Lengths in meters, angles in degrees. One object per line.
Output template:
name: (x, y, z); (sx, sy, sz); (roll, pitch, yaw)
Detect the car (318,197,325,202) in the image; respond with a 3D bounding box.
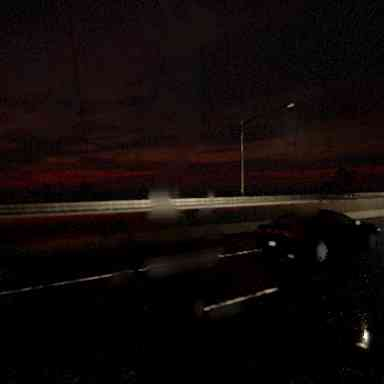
car: (18.757, 0.969, 43.617); (5.357, 1.411, 2.033); (-1, 1, -36)

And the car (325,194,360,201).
car: (18.037, 1.072, 38.771); (4.718, 1.301, 1.895); (-1, 1, -36)

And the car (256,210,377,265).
car: (4.361, 1.337, 11.268); (5.008, 1.535, 1.882); (-1, 1, -36)
